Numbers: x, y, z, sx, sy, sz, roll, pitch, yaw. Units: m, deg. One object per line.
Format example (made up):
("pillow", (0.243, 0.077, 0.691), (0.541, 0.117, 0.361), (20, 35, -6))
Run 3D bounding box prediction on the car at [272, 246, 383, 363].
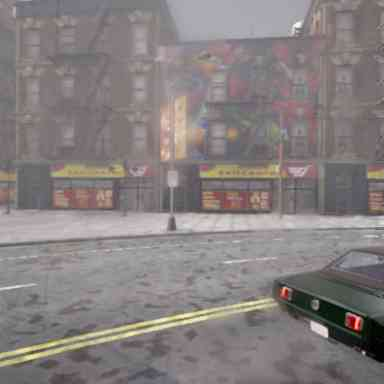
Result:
("car", (3.762, 1.587, 5.429), (4.718, 1.301, 1.895), (0, 0, -24))
